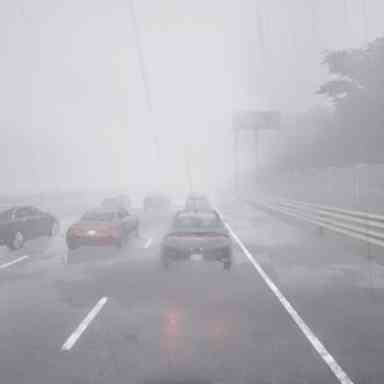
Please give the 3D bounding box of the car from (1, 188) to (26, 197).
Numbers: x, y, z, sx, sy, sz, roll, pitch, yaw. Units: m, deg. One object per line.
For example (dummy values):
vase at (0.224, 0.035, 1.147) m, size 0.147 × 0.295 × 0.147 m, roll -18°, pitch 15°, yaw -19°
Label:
car at (-23.653, 0.154, 45.326) m, size 2.033 × 1.411 × 5.357 m, roll 0°, pitch 2°, yaw 3°

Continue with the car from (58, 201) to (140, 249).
car at (-3.312, 1.270, 13.076) m, size 1.994 × 1.385 × 4.181 m, roll 0°, pitch 1°, yaw 1°

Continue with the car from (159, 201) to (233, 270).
car at (0.147, 1.268, 10.237) m, size 2.128 × 1.511 × 4.902 m, roll 0°, pitch 1°, yaw 1°

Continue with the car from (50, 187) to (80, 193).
car at (-16.665, 0.166, 45.040) m, size 2.033 × 1.411 × 5.357 m, roll 0°, pitch 2°, yaw 3°

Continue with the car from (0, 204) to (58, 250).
car at (-6.819, 1.217, 12.783) m, size 1.837 × 1.490 × 4.892 m, roll 0°, pitch 1°, yaw 1°

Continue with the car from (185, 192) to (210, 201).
car at (0.457, 0.776, 27.570) m, size 2.128 × 1.511 × 4.902 m, roll 0°, pitch 2°, yaw 2°

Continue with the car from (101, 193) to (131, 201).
car at (-6.523, 0.772, 28.655) m, size 1.812 × 1.442 × 4.674 m, roll 0°, pitch 2°, yaw 1°

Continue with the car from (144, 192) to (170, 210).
car at (-2.997, 0.703, 29.268) m, size 1.882 × 1.535 × 5.008 m, roll 0°, pitch 2°, yaw 2°

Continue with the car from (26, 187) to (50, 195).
car at (-20.140, 0.106, 45.483) m, size 1.837 × 1.490 × 4.892 m, roll 0°, pitch 2°, yaw 3°
